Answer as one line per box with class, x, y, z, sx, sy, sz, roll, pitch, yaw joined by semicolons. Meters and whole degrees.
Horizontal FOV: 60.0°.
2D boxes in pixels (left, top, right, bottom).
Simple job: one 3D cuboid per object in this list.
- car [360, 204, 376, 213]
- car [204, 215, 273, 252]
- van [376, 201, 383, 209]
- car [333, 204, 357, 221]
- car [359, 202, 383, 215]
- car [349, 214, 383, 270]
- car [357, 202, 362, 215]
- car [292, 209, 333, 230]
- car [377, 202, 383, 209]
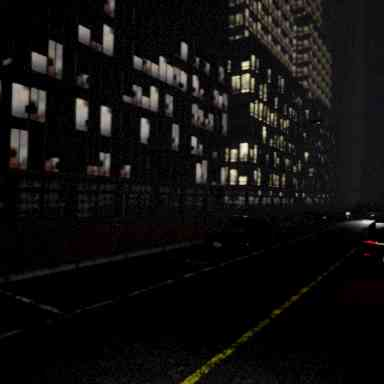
car;27.764;2.587;52.440;1.802;1.307;4.206;1;0;34
car;2.217;1.722;14.753;1.947;1.339;4.313;1;0;34
van;40.544;2.761;71.285;1.690;1.788;3.998;1;0;34
car;14.991;2.134;33.596;2.008;1.369;4.403;1;0;34
car;20.181;2.217;36.546;2.128;1.511;4.902;1;0;35
car;6.893;1.735;11.335;2.128;1.511;4.902;1;0;34
car;21.378;2.340;43.018;1.887;1.381;4.507;1;0;34
car;8.603;1.952;24.173;1.802;1.307;4.206;1;0;34
car;43.731;3.089;75.995;1.947;1.339;4.313;1;0;34
